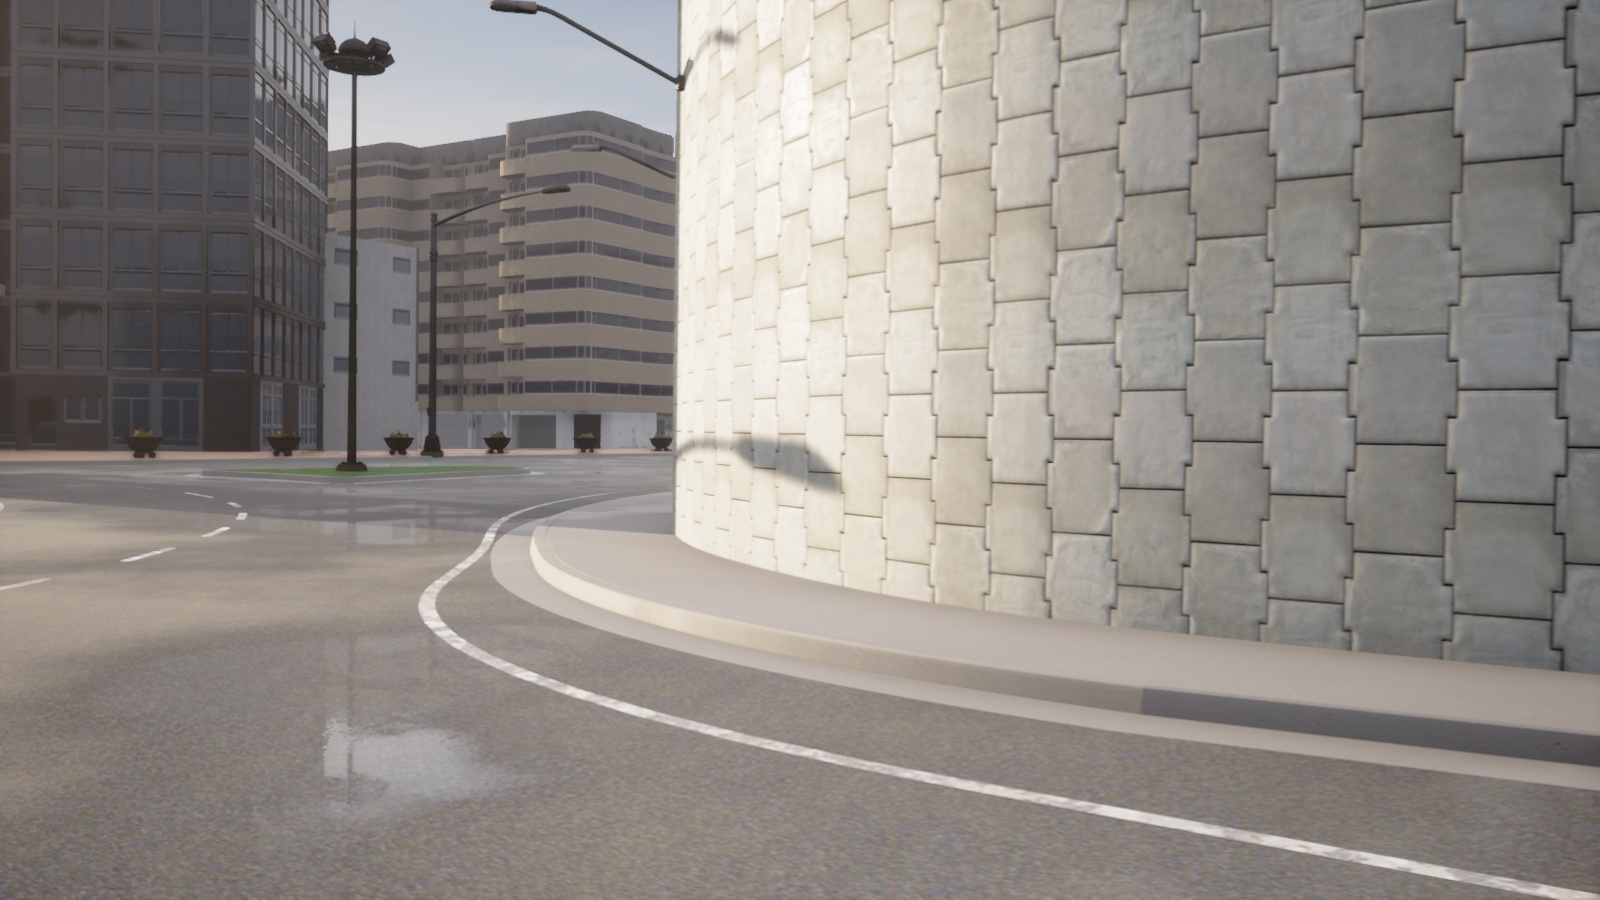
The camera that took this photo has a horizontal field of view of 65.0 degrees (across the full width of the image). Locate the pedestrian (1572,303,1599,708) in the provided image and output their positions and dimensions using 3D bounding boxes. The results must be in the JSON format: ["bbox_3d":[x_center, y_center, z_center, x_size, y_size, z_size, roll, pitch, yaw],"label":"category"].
[{"bbox_3d":[4.308,0.265,6.163,0.873,1.952,0.659,0,1,31],"label":"pedestrian"}]
